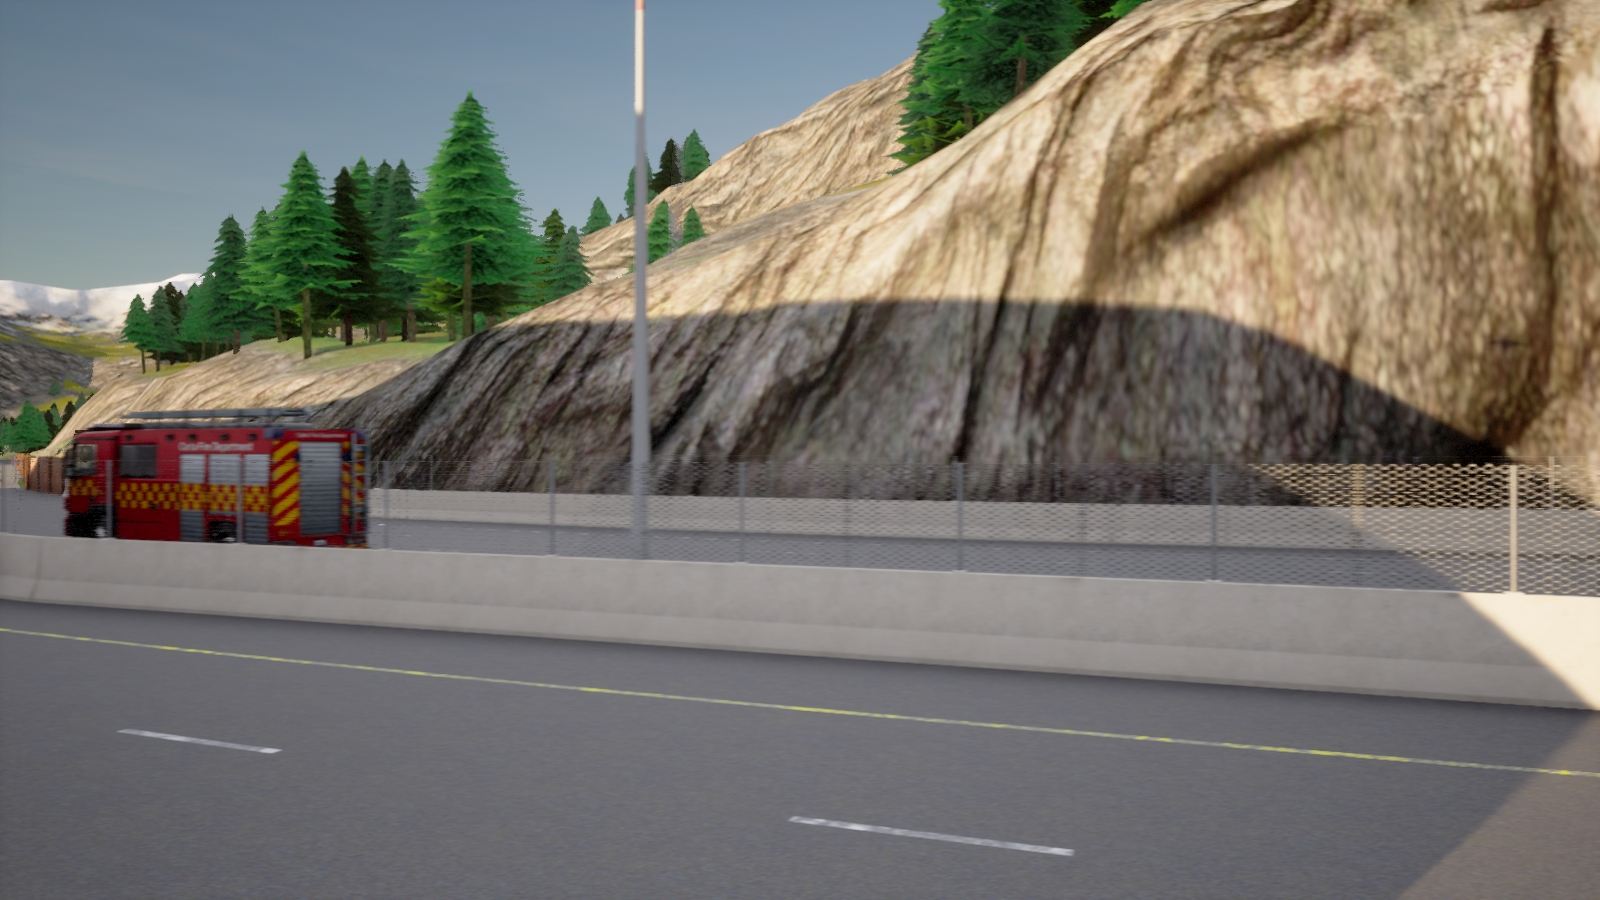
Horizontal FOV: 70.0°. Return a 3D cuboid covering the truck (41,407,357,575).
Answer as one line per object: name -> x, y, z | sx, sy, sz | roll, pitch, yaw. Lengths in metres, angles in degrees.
truck -> -15.489, 0.932, 29.253 | 8.468, 3.827, 2.891 | 0, 0, 28
